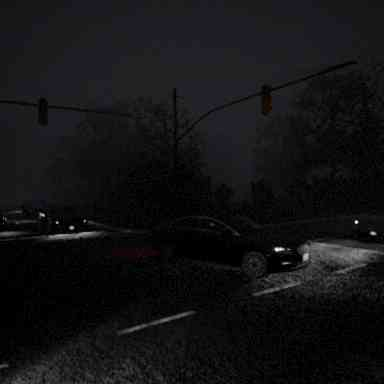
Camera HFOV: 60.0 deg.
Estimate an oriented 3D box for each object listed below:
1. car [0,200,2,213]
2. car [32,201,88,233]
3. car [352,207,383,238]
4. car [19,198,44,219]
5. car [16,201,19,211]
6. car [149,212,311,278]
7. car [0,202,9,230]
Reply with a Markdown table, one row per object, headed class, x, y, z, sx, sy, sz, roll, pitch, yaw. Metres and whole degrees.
| class | x | y | z | sx | sy | sz | roll | pitch | yaw |
| --- | --- | --- | --- | --- | --- | --- | --- | --- | --- |
| car | -22.135 | 1.582 | 36.706 | 1.994 | 1.385 | 4.181 | -1 | 0 | -28 |
| car | -7.624 | 1.445 | 19.291 | 2.033 | 1.411 | 5.357 | -1 | 1 | -33 |
| car | 9.012 | 1.288 | 14.412 | 4.718 | 1.301 | 1.895 | -1 | 1 | -34 |
| car | -13.301 | 1.383 | 28.302 | 1.882 | 1.535 | 5.008 | -1 | 0 | -31 |
| car | -20.451 | 1.491 | 40.867 | 1.812 | 1.442 | 4.674 | -1 | 0 | -28 |
| car | 0.885 | 1.364 | 9.754 | 4.902 | 1.511 | 2.128 | 0 | 1 | 38 |
| car | -12.358 | 1.471 | 20.147 | 1.837 | 1.490 | 4.892 | -1 | 1 | -32 |
